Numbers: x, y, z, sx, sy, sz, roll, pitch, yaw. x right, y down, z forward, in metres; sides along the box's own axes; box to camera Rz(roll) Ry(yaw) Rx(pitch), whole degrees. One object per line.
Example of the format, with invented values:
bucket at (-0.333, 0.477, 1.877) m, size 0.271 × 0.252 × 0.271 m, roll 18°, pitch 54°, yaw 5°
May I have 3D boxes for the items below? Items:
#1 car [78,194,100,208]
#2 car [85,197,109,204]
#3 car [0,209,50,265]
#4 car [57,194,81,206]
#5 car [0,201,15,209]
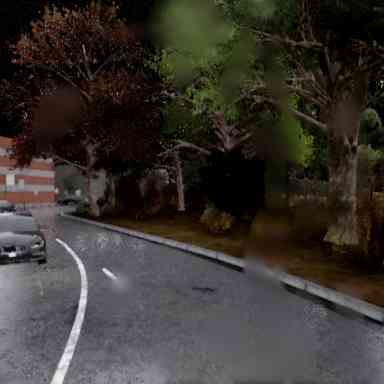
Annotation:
car at (-14.882, 1.555, 50.414) m, size 2.097 × 1.767 × 4.553 m, roll 0°, pitch 0°, yaw 6°
car at (-20.456, 1.778, 71.782) m, size 4.674 × 1.452 × 2.002 m, roll 0°, pitch 0°, yaw 6°
car at (-6.055, 1.494, 11.217) m, size 1.837 × 1.490 × 4.892 m, roll 0°, pitch -1°, yaw -28°
car at (-21.638, 1.461, 60.541) m, size 5.566 × 2.045 × 2.435 m, roll 0°, pitch 0°, yaw 6°
car at (-17.414, 1.595, 30.466) m, size 1.837 × 1.490 × 4.892 m, roll -2°, pitch 0°, yaw -25°
